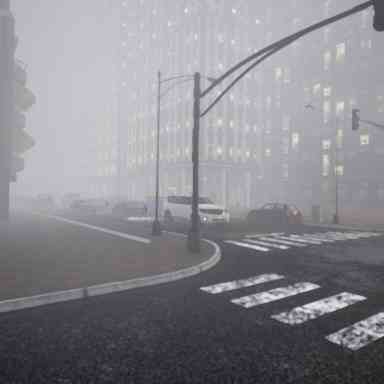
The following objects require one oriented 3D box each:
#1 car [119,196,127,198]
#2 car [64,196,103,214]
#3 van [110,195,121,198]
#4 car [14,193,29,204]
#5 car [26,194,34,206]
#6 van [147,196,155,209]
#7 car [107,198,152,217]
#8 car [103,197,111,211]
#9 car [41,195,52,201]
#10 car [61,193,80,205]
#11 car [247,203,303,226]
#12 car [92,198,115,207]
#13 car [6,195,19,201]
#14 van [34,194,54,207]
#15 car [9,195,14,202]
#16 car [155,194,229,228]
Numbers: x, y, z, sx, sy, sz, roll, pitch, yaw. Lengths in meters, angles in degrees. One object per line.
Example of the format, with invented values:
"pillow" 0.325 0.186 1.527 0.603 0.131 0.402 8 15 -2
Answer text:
"car" -7.241 1.578 42.415 2.008 1.369 4.403 1 -1 -35
"car" -10.804 1.423 32.959 2.008 1.369 4.403 1 -1 -35
"van" -10.507 1.362 47.023 1.690 1.788 3.998 1 -1 -35
"car" -30.419 1.152 60.597 2.192 1.841 5.009 1 -1 -35
"car" -23.883 1.429 51.382 1.802 1.307 4.206 1 -1 -35
"van" -3.968 1.376 37.811 1.690 1.788 3.998 1 -1 -35
"car" -5.728 1.494 30.290 1.994 1.385 4.181 1 -1 -35
"car" -11.629 1.463 38.608 2.033 1.411 5.357 1 -1 -35
"car" -36.670 1.564 83.868 1.802 1.307 4.206 1 -1 -35
"car" -20.423 1.176 56.348 2.150 2.045 5.566 1 -1 -35
"car" 5.840 1.499 23.992 1.967 1.590 4.097 1 -1 -35
"car" -13.781 1.580 51.626 1.947 1.339 4.313 1 -1 -35
"car" -40.231 1.374 74.413 2.008 1.369 4.403 1 -1 -35
"van" -20.610 1.194 46.779 1.690 1.788 3.998 1 -1 -35
"car" -36.962 1.393 69.807 1.947 1.339 4.313 1 -1 -35
"car" 0.059 1.166 22.139 2.150 2.045 5.566 1 -1 -35
